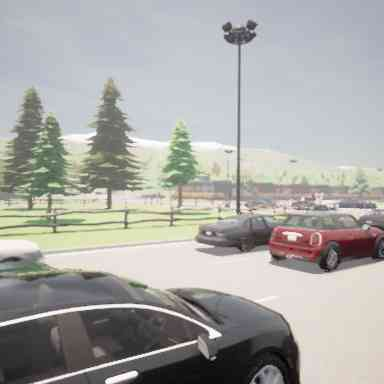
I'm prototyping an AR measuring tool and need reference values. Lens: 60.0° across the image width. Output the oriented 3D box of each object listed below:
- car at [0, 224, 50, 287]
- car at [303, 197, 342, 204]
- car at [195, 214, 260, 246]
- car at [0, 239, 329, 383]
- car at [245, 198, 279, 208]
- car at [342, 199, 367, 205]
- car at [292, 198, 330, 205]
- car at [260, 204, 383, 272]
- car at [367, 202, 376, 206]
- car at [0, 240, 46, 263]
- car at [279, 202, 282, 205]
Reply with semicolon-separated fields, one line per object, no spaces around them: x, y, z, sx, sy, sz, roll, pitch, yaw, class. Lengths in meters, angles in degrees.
-6.131;1.595;7.973;4.718;1.301;1.895;1;0;-35;car
18.947;1.713;49.931;2.150;2.045;5.566;1;0;-35;car
2.682;1.662;14.254;5.357;1.411;2.033;1;0;-35;car
-1.032;1.515;3.011;4.892;1.490;1.837;0;0;-36;car
11.141;2.000;54.951;2.033;1.411;5.357;1;0;-35;car
25.547;1.934;54.768;2.097;1.767;4.553;1;0;-35;car
16.547;1.957;47.244;1.837;1.490;4.892;1;0;-35;car
4.812;1.467;11.474;4.553;1.767;2.097;1;-1;-35;car
28.466;2.168;56.700;2.033;1.411;5.357;1;0;-35;car
-4.350;1.592;4.944;4.718;1.301;1.895;1;0;-36;car
13.433;1.844;57.793;2.097;1.767;4.553;1;0;-35;car
